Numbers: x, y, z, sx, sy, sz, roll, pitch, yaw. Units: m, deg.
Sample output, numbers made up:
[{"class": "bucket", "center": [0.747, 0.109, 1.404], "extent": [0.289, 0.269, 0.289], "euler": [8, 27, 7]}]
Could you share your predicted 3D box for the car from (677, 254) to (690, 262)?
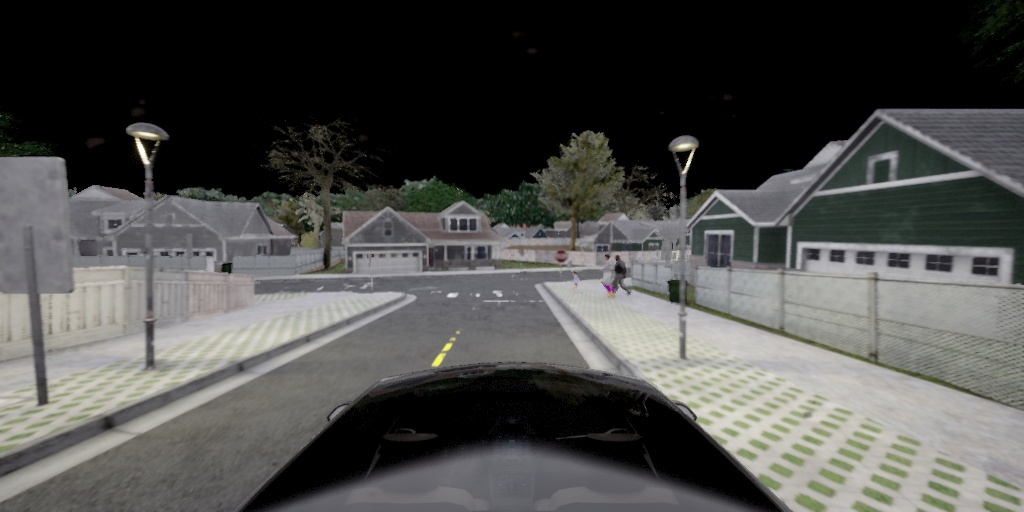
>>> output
[{"class": "car", "center": [21.112, 0.462, 41.641], "extent": [4.902, 1.511, 2.128], "euler": [-2, 4, -36]}]

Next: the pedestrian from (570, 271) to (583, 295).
[{"class": "pedestrian", "center": [2.860, 1.155, 15.863], "extent": [0.500, 1.100, 0.500], "euler": [-3, 4, 0]}]

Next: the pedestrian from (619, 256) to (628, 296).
[{"class": "pedestrian", "center": [4.546, 0.781, 15.239], "extent": [0.375, 1.860, 0.375], "euler": [-3, 4, 0]}]

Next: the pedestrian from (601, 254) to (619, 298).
[{"class": "pedestrian", "center": [4.003, 0.786, 14.639], "extent": [0.375, 1.860, 0.375], "euler": [-3, 4, 0]}]
